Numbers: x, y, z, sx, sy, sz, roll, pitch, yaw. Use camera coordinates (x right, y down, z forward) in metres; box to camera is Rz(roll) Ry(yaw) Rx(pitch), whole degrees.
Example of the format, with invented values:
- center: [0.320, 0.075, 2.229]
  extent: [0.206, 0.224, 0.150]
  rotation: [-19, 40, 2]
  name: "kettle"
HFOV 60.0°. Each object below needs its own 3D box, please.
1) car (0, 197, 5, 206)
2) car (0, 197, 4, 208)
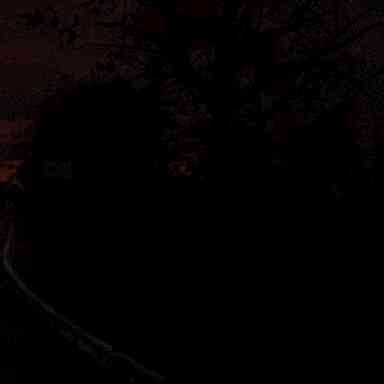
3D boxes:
- center: [-30.375, 1.399, 51.817]
  extent: [1.895, 1.301, 4.718]
  rotation: [0, 0, -27]
  name: "car"
- center: [-25.585, 1.357, 42.527]
  extent: [1.837, 1.490, 4.892]
  rotation: [0, 0, -27]
  name: "car"
